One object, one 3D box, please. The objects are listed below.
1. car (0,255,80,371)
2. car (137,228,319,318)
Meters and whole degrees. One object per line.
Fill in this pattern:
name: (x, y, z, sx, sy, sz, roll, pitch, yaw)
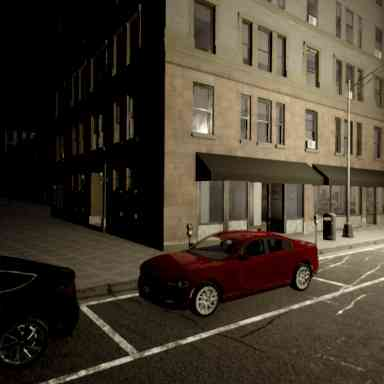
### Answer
car: (-3.645, 1.565, 4.158, 4.313, 1.339, 1.947, 0, 1, -35)
car: (0.976, 1.549, 7.447, 4.507, 1.381, 1.887, 0, 1, -35)
